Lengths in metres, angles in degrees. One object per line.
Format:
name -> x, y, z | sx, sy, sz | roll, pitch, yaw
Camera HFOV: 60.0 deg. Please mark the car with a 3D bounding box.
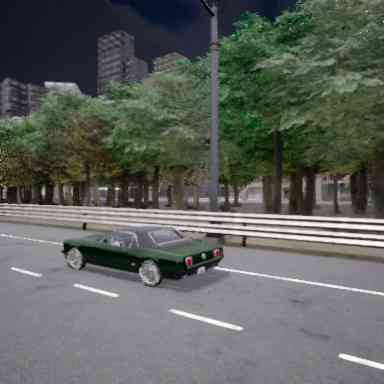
car -> -1.584, 1.601, 9.304 | 4.718, 1.301, 1.895 | 0, 0, 36
